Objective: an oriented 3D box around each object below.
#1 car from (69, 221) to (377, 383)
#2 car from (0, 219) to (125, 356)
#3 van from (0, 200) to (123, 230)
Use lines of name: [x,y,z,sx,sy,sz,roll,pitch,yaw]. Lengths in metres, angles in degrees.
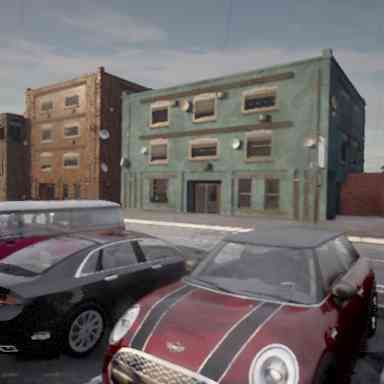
car: [1.050,1.341,4.439,2.185,1.767,4.553,1,0,36]
car: [-1.340,1.445,6.099,2.231,1.521,4.892,1,0,36]
van: [-3.668,1.194,7.626,1.878,1.987,4.442,1,0,36]
